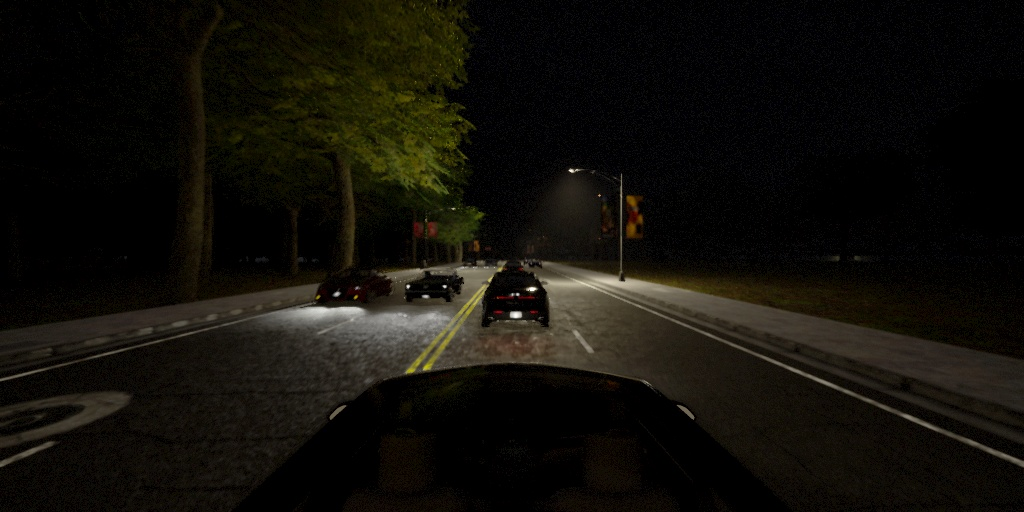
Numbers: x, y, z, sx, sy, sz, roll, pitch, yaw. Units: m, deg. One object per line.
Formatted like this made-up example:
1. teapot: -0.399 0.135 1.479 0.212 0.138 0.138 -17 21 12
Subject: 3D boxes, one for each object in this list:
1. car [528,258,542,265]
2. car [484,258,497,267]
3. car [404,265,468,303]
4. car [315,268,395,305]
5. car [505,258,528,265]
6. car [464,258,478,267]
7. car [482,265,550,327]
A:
1. car: 3.347 1.123 52.938 1.895 1.301 4.718 0 0 0
2. car: -3.299 1.057 57.146 2.033 1.411 5.357 0 0 1
3. car: -3.352 1.268 16.192 1.895 1.301 4.718 0 0 0
4. car: -6.601 1.235 15.493 1.994 1.385 4.181 0 0 0
5. car: 0.099 1.126 29.894 1.812 1.442 4.674 0 0 0
6. car: -6.557 1.035 57.144 1.812 1.442 4.674 0 0 0
7. car: 0.099 1.199 11.308 1.837 1.490 4.892 0 0 0
